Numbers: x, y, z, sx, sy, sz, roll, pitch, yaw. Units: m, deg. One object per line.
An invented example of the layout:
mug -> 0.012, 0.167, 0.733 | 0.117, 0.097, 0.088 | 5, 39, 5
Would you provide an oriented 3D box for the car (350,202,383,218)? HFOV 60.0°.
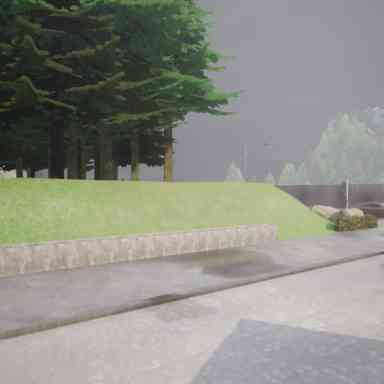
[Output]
car -> 15.067, 1.526, 26.778 | 1.812, 1.442, 4.674 | 0, 0, -34
